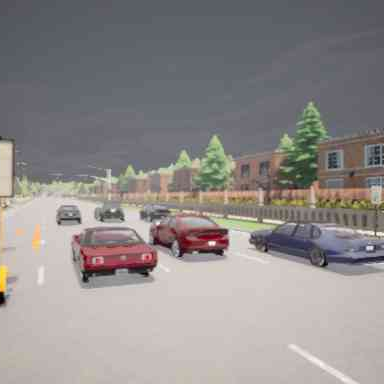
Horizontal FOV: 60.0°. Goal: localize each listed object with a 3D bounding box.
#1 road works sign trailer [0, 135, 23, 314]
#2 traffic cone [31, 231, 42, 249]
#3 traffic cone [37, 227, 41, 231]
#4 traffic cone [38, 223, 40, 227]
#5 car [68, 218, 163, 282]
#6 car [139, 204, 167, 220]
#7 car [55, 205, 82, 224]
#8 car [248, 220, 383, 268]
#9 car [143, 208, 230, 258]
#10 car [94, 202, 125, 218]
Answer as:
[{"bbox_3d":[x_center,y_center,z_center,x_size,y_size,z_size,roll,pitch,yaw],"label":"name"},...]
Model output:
[{"bbox_3d":[-5.173,0.523,7.182,2.380,3.560,2.880,1,-1,-24],"label":"road works sign trailer"},{"bbox_3d":[-6.640,2.091,14.170,0.340,0.580,0.340,1,-1,-24],"label":"traffic cone"},{"bbox_3d":[-7.446,2.108,16.000,0.340,0.580,0.340,1,-1,-24],"label":"traffic cone"},{"bbox_3d":[-8.252,2.126,17.831,0.340,0.580,0.340,1,-1,-24],"label":"traffic cone"},{"bbox_3d":[-2.623,1.712,10.296,1.895,1.301,4.718,1,-1,-24],"label":"car"},{"bbox_3d":[-3.277,1.840,29.158,1.837,1.490,4.892,1,-1,-24],"label":"car"},{"bbox_3d":[-10.326,1.826,27.796,2.033,1.411,5.357,1,-1,-24],"label":"car"},{"bbox_3d":[4.231,1.719,12.103,2.033,1.411,5.357,1,-1,-24],"label":"car"},{"bbox_3d":[-0.304,1.643,13.718,1.882,1.535,5.008,1,-1,-24],"label":"car"},{"bbox_3d":[-7.581,1.676,30.252,2.097,1.767,4.553,1,-1,-24],"label":"car"}]
